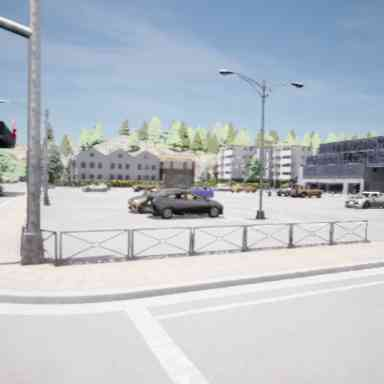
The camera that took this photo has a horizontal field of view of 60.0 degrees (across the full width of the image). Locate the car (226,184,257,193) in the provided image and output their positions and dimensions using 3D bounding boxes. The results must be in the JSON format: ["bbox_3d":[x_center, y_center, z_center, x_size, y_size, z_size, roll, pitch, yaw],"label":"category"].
[{"bbox_3d":[9.371,-0.624,60.880,5.027,1.636,2.152,0,2,-24],"label":"car"}]

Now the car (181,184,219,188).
[{"bbox_3d":[0.558,0.163,35.908,3.633,1.501,1.845,0,2,-24],"label":"car"}]

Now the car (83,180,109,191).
[{"bbox_3d":[-16.321,-1.094,56.561,3.866,1.878,1.905,0,2,-24],"label":"car"}]

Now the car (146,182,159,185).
[{"bbox_3d":[-3.431,-0.236,45.061,4.514,1.523,2.007,0,2,-24],"label":"car"}]

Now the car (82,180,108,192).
[{"bbox_3d":[-15.546,-0.688,53.283,3.806,1.475,1.970,0,2,-24],"label":"car"}]

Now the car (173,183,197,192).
[{"bbox_3d":[-1.441,-0.904,67.126,4.514,1.523,2.007,0,2,-24],"label":"car"}]

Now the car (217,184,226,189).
[{"bbox_3d":[6.486,-0.790,66.620,3.806,1.475,1.970,0,2,-24],"label":"car"}]

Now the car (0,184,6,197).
[{"bbox_3d":[-22.848,-0.247,38.493,1.882,1.535,5.008,0,2,-23],"label":"car"}]

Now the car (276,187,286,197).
[{"bbox_3d":[14.530,-0.218,49.179,3.866,1.878,1.905,0,2,-24],"label":"car"}]

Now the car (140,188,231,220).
[{"bbox_3d":[-0.375,0.703,19.133,4.514,1.523,2.007,0,2,-24],"label":"car"}]

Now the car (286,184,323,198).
[{"bbox_3d":[16.079,-0.085,46.690,4.605,1.855,1.932,0,2,-24],"label":"car"}]

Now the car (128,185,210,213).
[{"bbox_3d":[-1.687,0.575,21.980,5.027,1.636,2.152,0,2,-24],"label":"car"}]

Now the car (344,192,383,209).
[{"bbox_3d":[15.448,0.745,29.381,3.806,1.475,1.970,0,2,-24],"label":"car"}]

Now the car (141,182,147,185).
[{"bbox_3d":[-7.798,-0.902,56.732,4.605,1.855,1.932,0,2,-24],"label":"car"}]
